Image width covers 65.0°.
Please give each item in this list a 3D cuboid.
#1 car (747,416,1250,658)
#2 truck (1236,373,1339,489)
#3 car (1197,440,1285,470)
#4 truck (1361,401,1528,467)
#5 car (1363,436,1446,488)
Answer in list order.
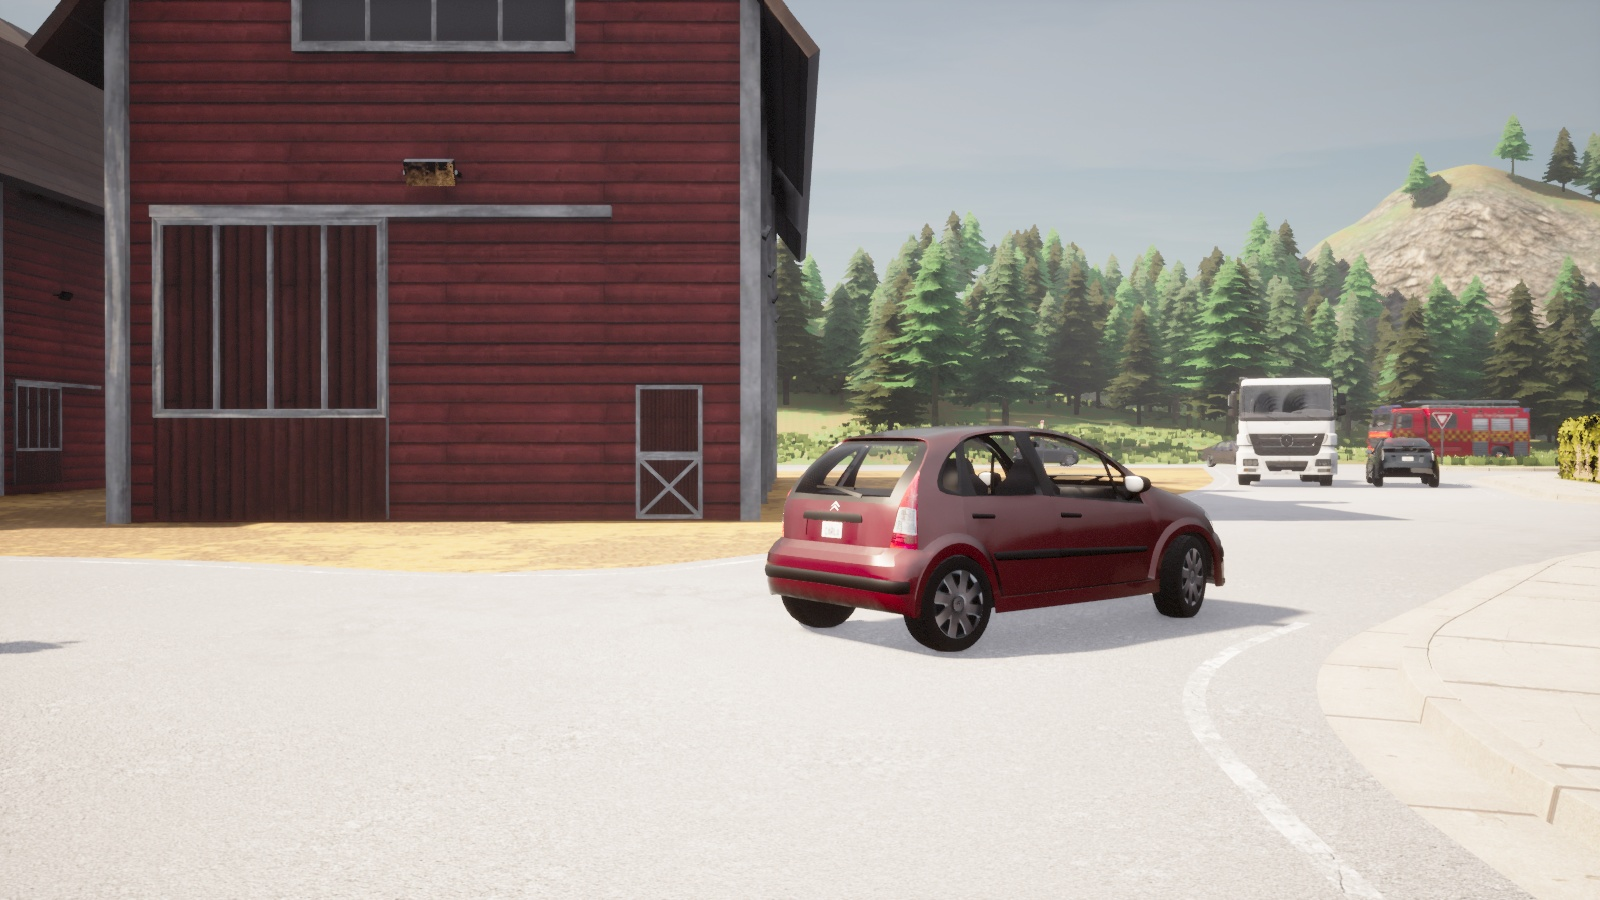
[{"bbox_3d":[1.731,0.563,10.347,3.988,1.617,1.851,-1,1,-37],"label":"car"},{"bbox_3d":[15.992,-0.606,41.614,2.891,3.462,7.936,0,1,19],"label":"truck"},{"bbox_3d":[22.280,0.230,63.702,2.033,1.411,5.357,0,0,-8],"label":"car"},{"bbox_3d":[38.246,-0.950,74.737,8.468,3.827,2.891,0,0,0],"label":"truck"},{"bbox_3d":[18.875,0.340,39.384,2.007,1.525,4.514,0,0,21],"label":"car"}]
